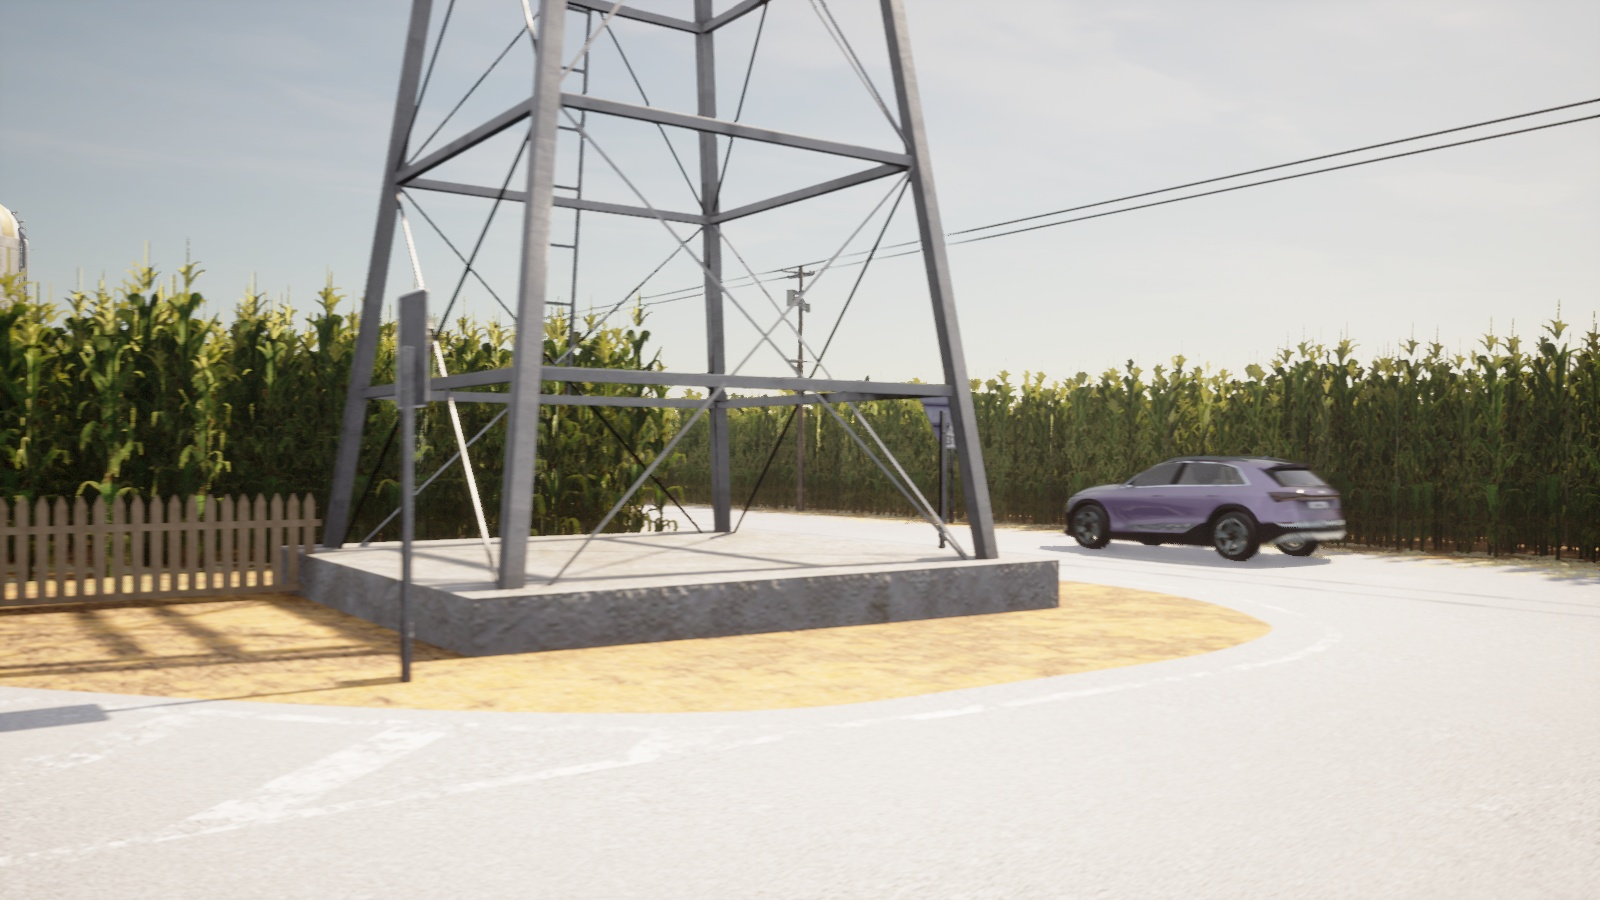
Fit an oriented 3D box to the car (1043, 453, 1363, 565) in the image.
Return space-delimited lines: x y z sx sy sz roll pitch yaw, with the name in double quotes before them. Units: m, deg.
"car" 6.583 0.880 21.069 2.033 1.649 4.856 0 0 -35
